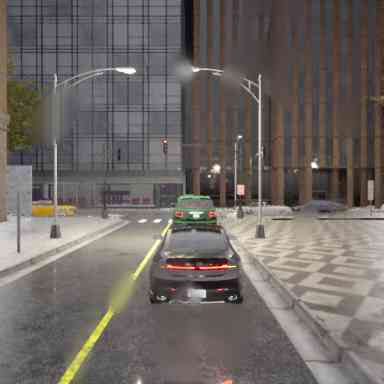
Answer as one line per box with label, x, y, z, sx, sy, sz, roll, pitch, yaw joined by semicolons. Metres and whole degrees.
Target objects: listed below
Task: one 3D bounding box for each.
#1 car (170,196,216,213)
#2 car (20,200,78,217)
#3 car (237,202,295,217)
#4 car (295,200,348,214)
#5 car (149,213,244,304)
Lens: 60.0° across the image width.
car;0.040;1.218;18.134;2.150;2.045;5.566;0;0;-3
car;-12.926;1.528;30.232;5.008;1.535;1.882;0;0;2
car;6.531;1.575;30.317;4.718;1.301;1.895;0;0;0
car;12.734;1.486;33.515;5.357;1.411;2.033;0;0;0
car;0.082;1.504;8.143;1.837;1.490;4.892;0;0;0
